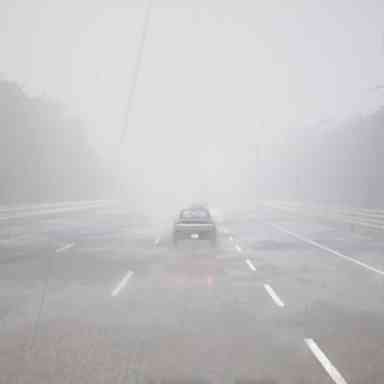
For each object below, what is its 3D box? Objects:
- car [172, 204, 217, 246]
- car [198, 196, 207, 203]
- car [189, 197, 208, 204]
[{"bbox_3d":[0.141,1.507,15.341,2.128,1.511,4.902,0,0,1],"label":"car"},{"bbox_3d":[2.629,1.847,81.834,2.128,1.511,4.902,0,-1,2],"label":"car"},{"bbox_3d":[0.644,1.588,34.410,1.812,1.442,4.674,0,0,2],"label":"car"}]
